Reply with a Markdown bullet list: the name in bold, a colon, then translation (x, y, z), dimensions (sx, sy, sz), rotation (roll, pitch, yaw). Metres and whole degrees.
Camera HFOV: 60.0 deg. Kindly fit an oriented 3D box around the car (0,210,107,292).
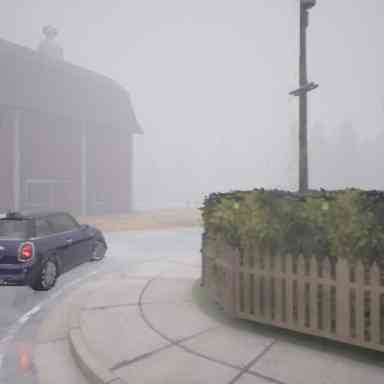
- **car**: translation (-3.988, 1.277, 8.903), dimensions (2.097, 1.767, 4.553), rotation (0, 0, 5)
